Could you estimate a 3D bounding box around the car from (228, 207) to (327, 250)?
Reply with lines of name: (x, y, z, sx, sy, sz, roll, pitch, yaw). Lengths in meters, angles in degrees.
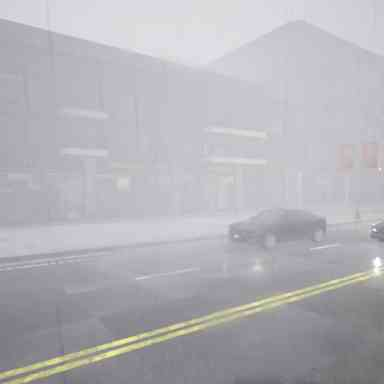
car: (3.758, 1.436, 14.320, 5.008, 1.535, 1.882, 0, 0, -35)

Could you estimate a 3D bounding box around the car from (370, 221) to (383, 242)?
car: (10.136, 1.486, 14.837, 5.357, 1.411, 2.033, 0, 0, -35)
